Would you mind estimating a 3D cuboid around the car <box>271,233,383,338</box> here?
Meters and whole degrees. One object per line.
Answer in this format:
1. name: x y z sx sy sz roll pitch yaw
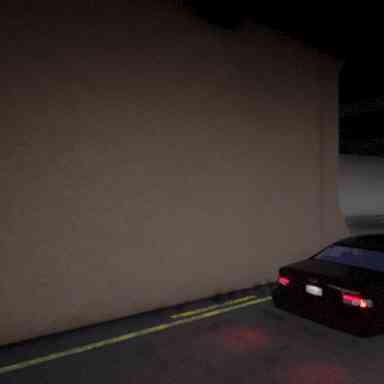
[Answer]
1. car: 3.922 1.552 6.520 5.357 1.411 2.033 0 0 -35
